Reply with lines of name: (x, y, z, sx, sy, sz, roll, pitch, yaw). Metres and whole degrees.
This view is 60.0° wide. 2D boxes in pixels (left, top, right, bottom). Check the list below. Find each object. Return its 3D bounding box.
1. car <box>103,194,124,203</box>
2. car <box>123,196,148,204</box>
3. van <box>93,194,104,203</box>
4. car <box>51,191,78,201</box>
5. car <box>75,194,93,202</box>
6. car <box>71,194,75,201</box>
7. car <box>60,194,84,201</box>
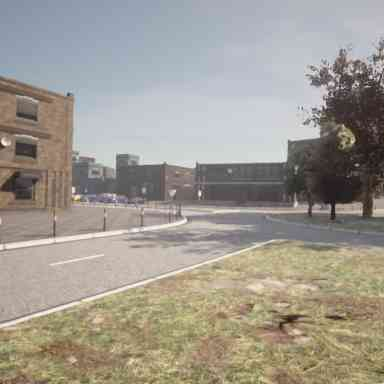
car: (-15.391, 1.495, 68.910, 2.185, 1.767, 4.553, 1, -1, 31)
car: (-10.766, 1.746, 66.061, 2.163, 1.488, 4.792, 1, -1, 31)
van: (-17.957, 1.335, 70.280, 1.878, 1.987, 4.442, 1, -1, 31)
car: (-29.687, 0.994, 77.491, 2.435, 2.045, 5.566, 2, 0, 31)
car: (-22.544, 1.316, 73.203, 2.185, 1.767, 4.553, 2, 0, 31)
car: (-25.056, 1.372, 74.665, 2.097, 1.535, 5.008, 2, 0, 31)
car: (-27.326, 1.311, 76.040, 2.231, 1.521, 4.892, 2, 0, 31)
